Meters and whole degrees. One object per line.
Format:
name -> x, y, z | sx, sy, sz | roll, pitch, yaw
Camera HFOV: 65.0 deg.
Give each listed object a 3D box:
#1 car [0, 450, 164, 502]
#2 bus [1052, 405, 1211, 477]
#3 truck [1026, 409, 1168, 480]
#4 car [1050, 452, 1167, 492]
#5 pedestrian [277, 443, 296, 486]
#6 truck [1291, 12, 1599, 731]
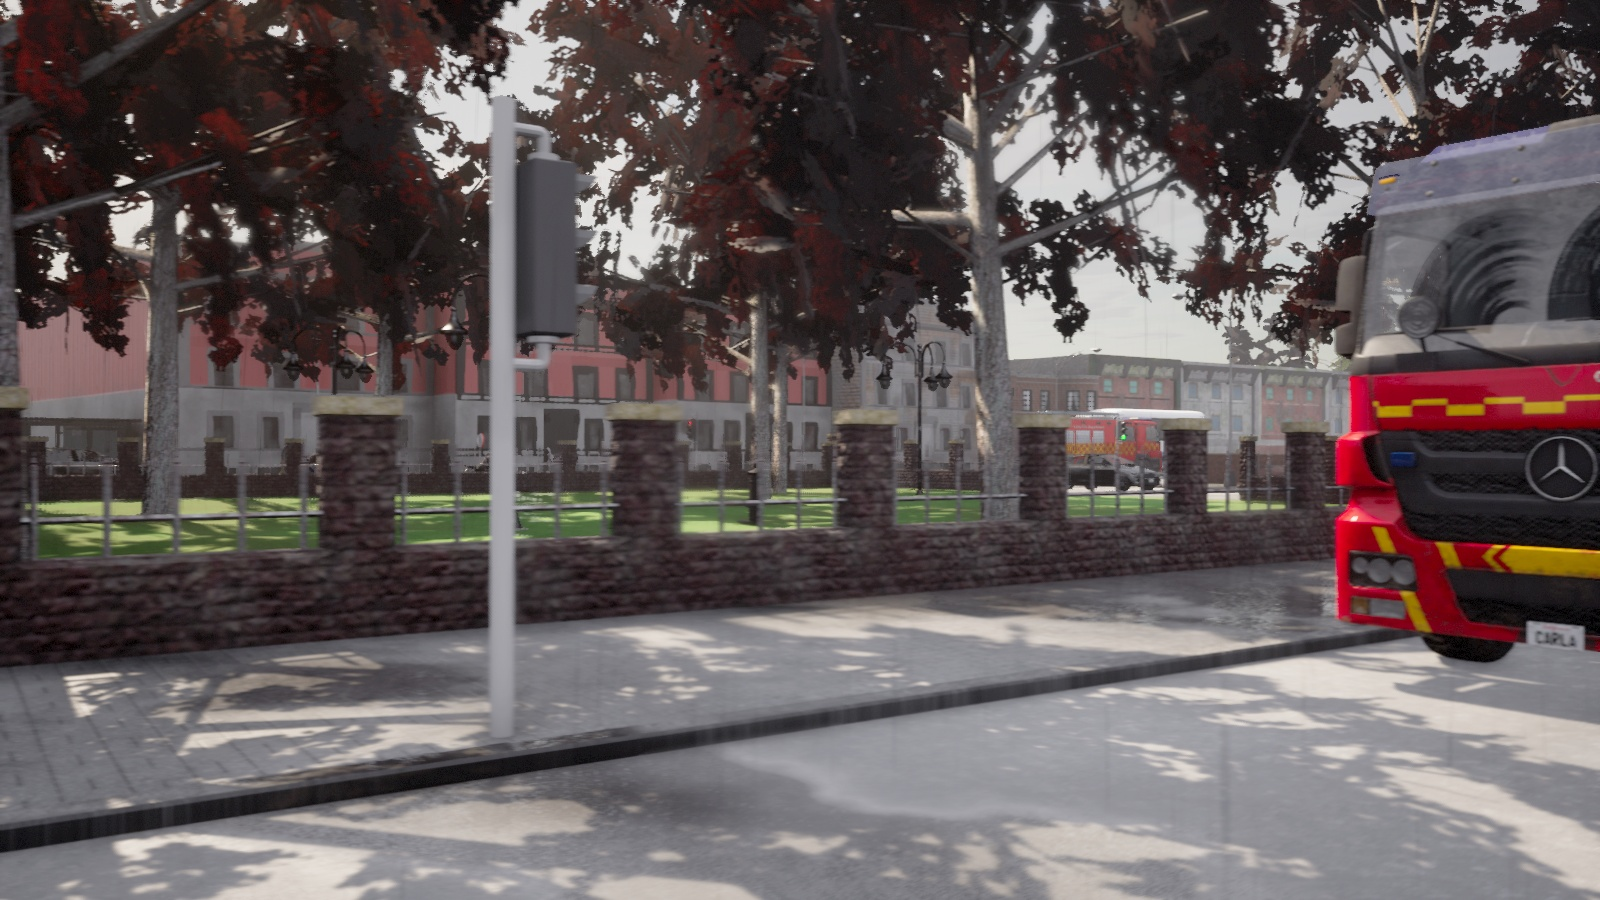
car -> -24.386, 0.828, 42.485 | 4.856, 1.649, 2.033 | 0, 0, -35
bus -> 20.887, -0.521, 78.891 | 10.273, 4.253, 3.944 | 0, 0, -35
truck -> 16.967, -0.314, 71.428 | 8.468, 3.827, 2.891 | 0, 0, -34
car -> 11.964, 0.830, 48.908 | 1.816, 1.474, 4.193 | 0, 0, -37
pedestrian -> -22.408, 0.628, 54.832 | 0.694, 1.848, 0.540 | 0, 0, -30
truck -> 7.391, -0.419, 9.548 | 8.468, 3.827, 2.891 | 0, 0, -38
